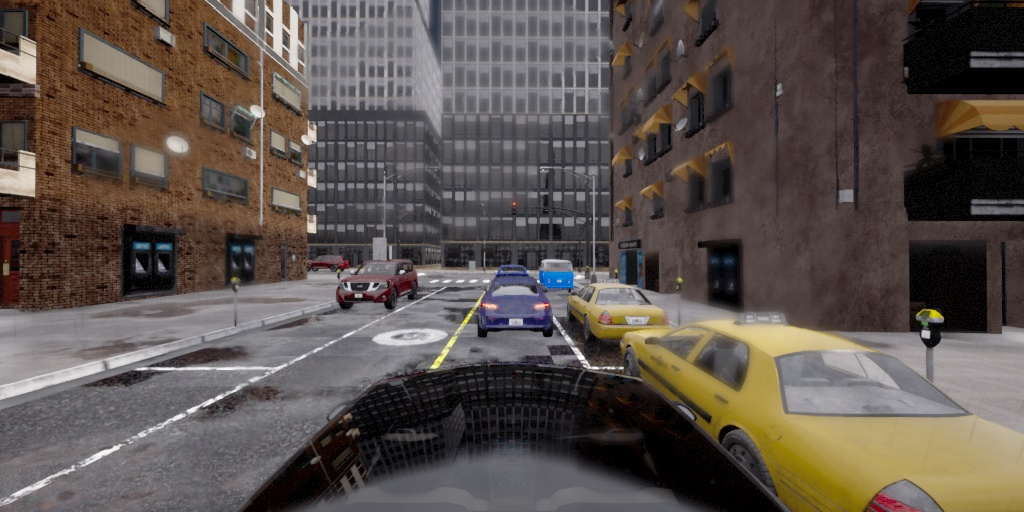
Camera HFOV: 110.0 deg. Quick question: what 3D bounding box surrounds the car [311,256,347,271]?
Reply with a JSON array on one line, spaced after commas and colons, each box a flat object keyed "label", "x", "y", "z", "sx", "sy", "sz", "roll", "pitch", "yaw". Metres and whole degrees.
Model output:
[{"label": "car", "x": -21.090, "y": 0.862, "z": 40.550, "sx": 5.009, "sy": 1.841, "sz": 2.192, "roll": 0, "pitch": 0, "yaw": -1}]

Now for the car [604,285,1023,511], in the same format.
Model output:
[{"label": "car", "x": 2.565, "y": 1.276, "z": 3.970, "sx": 1.751, "sy": 1.417, "sz": 4.829, "roll": 0, "pitch": 0, "yaw": 0}]

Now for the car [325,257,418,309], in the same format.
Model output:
[{"label": "car", "x": -5.378, "y": 1.068, "z": 15.037, "sx": 2.192, "sy": 1.841, "sz": 5.009, "roll": 0, "pitch": 0, "yaw": 0}]

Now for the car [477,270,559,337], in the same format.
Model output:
[{"label": "car", "x": 0.062, "y": 1.277, "z": 10.129, "sx": 1.812, "sy": 1.442, "sz": 4.674, "roll": 0, "pitch": 0, "yaw": -1}]

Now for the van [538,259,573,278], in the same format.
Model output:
[{"label": "van", "x": 2.470, "y": 1.096, "z": 20.721, "sx": 1.690, "sy": 1.789, "sz": 3.998, "roll": 0, "pitch": 0, "yaw": 0}]

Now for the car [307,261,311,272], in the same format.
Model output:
[{"label": "car", "x": -21.003, "y": 1.083, "z": 32.411, "sx": 4.207, "sy": 1.307, "sz": 1.802, "roll": 0, "pitch": 0, "yaw": -1}]

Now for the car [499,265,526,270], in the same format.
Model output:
[{"label": "car", "x": 0.009, "y": 1.232, "z": 20.390, "sx": 1.882, "sy": 1.535, "sz": 5.008, "roll": 0, "pitch": 0, "yaw": 0}]

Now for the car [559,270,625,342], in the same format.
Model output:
[{"label": "car", "x": 2.533, "y": 1.277, "z": 9.611, "sx": 1.751, "sy": 1.417, "sz": 4.829, "roll": 0, "pitch": 0, "yaw": 0}]
